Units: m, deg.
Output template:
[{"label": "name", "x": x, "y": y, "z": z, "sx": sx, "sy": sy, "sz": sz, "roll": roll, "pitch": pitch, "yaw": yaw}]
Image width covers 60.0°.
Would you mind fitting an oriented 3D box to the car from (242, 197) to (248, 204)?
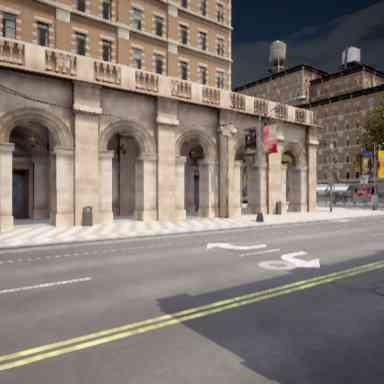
[{"label": "car", "x": 9.847, "y": 1.560, "z": 56.587, "sx": 1.895, "sy": 1.301, "sz": 4.718, "roll": 0, "pitch": 0, "yaw": -36}]
